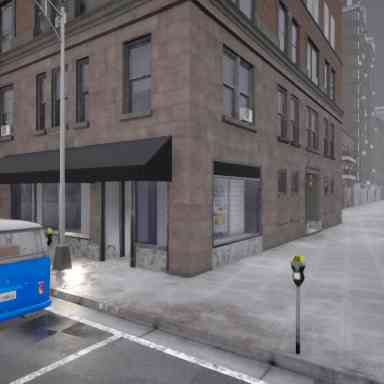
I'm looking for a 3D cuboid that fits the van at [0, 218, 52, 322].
[{"bbox_3d":[-4.298,1.340,6.085,3.998,1.788,1.690,0,0,35],"label":"van"}]
